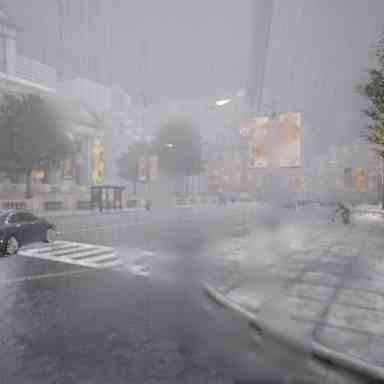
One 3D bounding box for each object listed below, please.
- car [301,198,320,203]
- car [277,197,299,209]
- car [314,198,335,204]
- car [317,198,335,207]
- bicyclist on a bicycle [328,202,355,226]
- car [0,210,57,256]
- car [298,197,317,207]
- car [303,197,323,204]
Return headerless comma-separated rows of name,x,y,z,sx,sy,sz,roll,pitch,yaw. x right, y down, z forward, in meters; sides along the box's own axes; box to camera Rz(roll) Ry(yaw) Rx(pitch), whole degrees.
car,30.339,2.145,85.050,4.718,1.301,1.895,1,0,-29
car,14.186,1.848,50.011,1.994,1.385,4.181,1,0,32
car,30.769,2.076,77.238,5.357,1.411,2.033,1,0,-37
car,24.470,1.988,59.966,1.994,1.385,4.181,1,0,33
bicyclist on a bicycle,9.958,1.470,22.193,1.656,1.620,0.582,0,0,31
car,-7.026,1.461,12.880,1.837,1.490,4.892,-2,0,2
car,20.698,1.860,60.559,1.882,1.535,5.008,1,0,33
car,29.381,2.054,80.553,4.902,1.511,2.128,1,0,-37
